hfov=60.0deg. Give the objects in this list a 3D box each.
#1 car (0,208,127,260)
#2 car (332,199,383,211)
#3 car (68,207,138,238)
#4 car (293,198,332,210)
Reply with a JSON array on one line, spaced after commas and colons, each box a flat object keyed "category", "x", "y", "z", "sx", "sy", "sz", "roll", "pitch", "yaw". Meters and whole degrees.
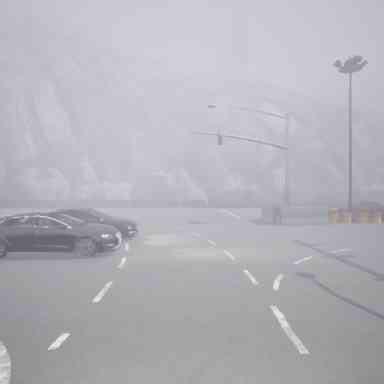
[{"category": "car", "x": -5.026, "y": 1.468, "z": 11.751, "sx": 4.902, "sy": 1.511, "sz": 2.128, "roll": 0, "pitch": 0, "yaw": -3}, {"category": "car", "x": 15.590, "y": 1.501, "z": 30.541, "sx": 4.181, "sy": 1.385, "sz": 1.994, "roll": 0, "pitch": 0, "yaw": -3}, {"category": "car", "x": -4.933, "y": 1.473, "z": 15.260, "sx": 4.892, "sy": 1.490, "sz": 1.837, "roll": 0, "pitch": 0, "yaw": -3}, {"category": "car", "x": 15.299, "y": 1.462, "z": 41.041, "sx": 5.357, "sy": 1.411, "sz": 2.033, "roll": 0, "pitch": 0, "yaw": -3}]
